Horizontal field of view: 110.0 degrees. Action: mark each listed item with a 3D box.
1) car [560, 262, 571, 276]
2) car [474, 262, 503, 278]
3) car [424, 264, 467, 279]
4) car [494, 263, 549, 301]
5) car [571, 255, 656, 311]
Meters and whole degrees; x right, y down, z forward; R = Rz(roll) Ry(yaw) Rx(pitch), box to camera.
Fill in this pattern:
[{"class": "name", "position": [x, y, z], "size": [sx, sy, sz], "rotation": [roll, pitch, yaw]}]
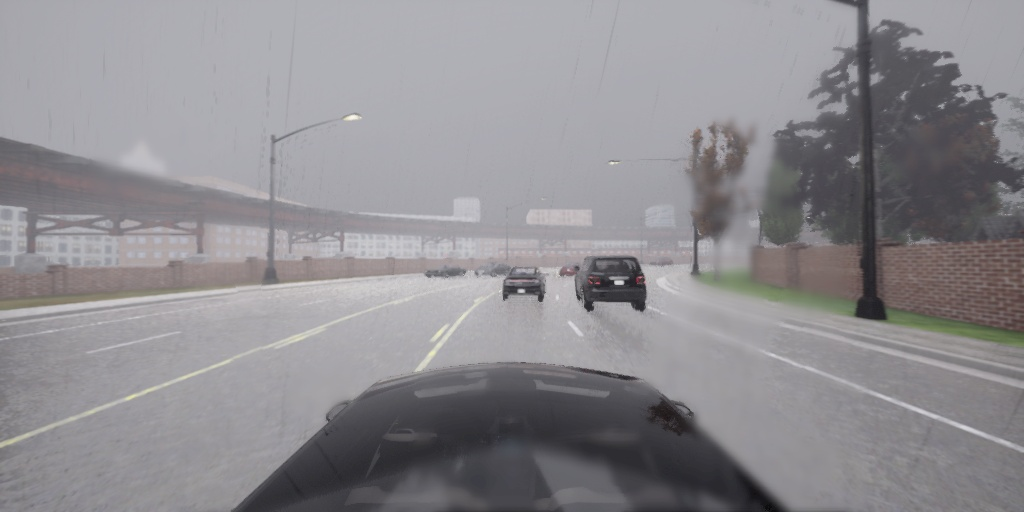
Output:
[{"class": "car", "position": [6.380, 1.307, 35.956], "size": [1.994, 1.385, 4.181], "rotation": [-1, 0, 30]}, {"class": "car", "position": [-1.858, 1.308, 34.590], "size": [2.128, 1.511, 4.902], "rotation": [-1, 0, 25]}, {"class": "car", "position": [-6.166, 1.445, 33.503], "size": [1.895, 1.301, 4.718], "rotation": [-1, 0, 22]}, {"class": "car", "position": [0.727, 1.259, 17.519], "size": [2.128, 1.511, 4.902], "rotation": [0, 0, 8]}, {"class": "car", "position": [3.854, 0.986, 14.742], "size": [2.150, 2.045, 5.566], "rotation": [-1, 0, 5]}]
